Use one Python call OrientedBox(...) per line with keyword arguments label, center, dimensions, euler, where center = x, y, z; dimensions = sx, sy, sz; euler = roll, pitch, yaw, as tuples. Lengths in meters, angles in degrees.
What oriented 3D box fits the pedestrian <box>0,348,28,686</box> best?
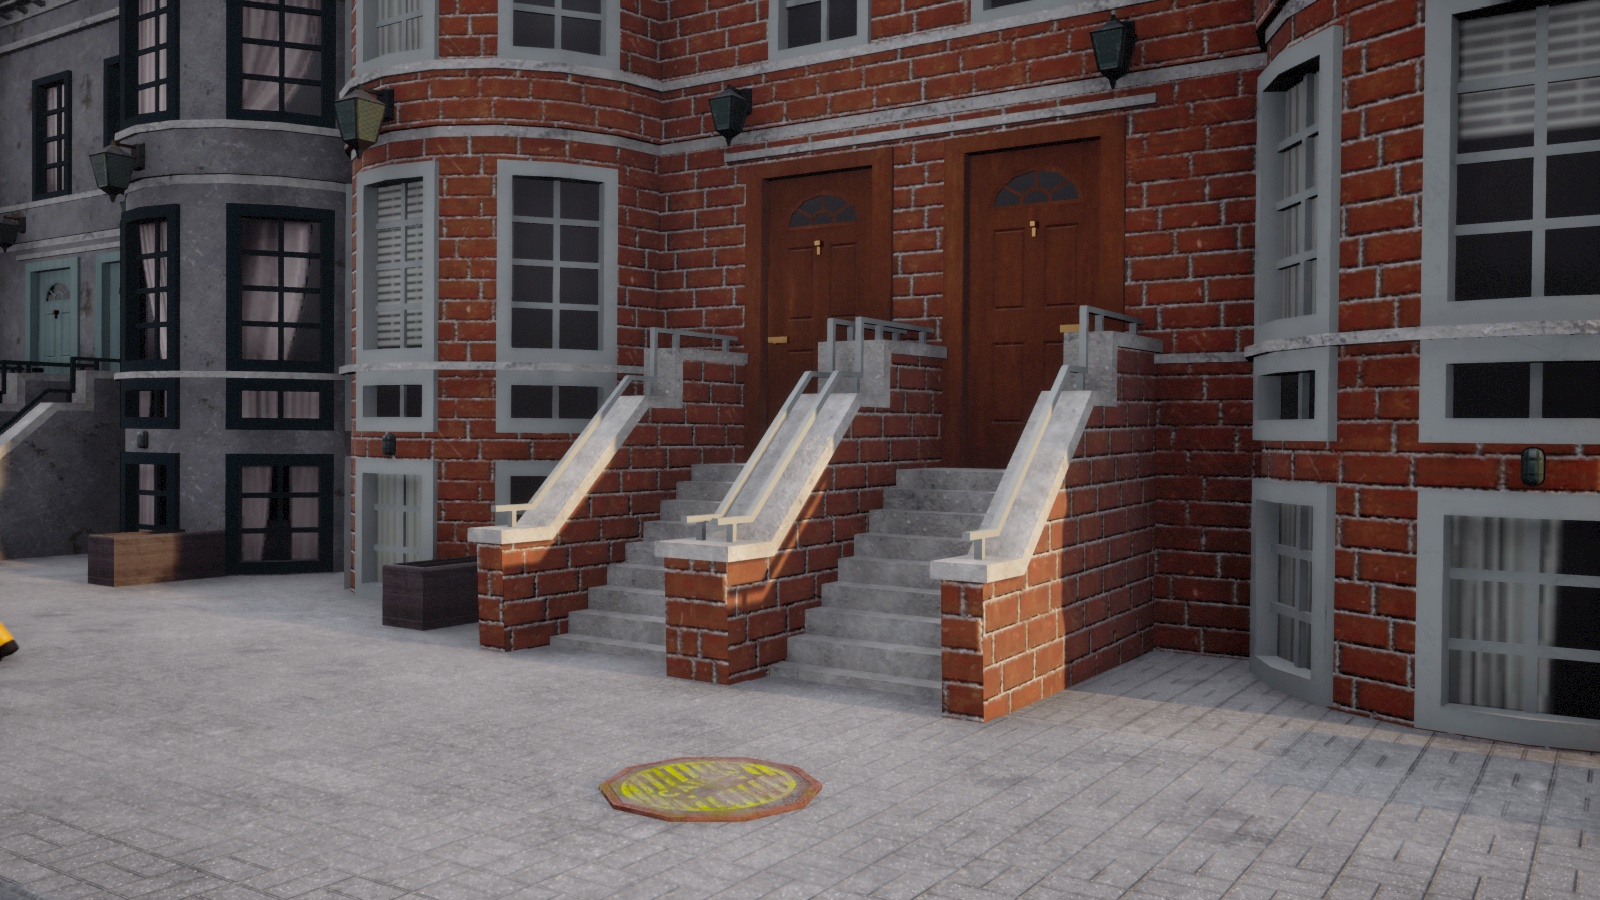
OrientedBox(label="pedestrian", center=(-5.051, 0.389, 7.169), dimensions=(0.873, 1.952, 0.659), euler=(-1, 1, -8))
